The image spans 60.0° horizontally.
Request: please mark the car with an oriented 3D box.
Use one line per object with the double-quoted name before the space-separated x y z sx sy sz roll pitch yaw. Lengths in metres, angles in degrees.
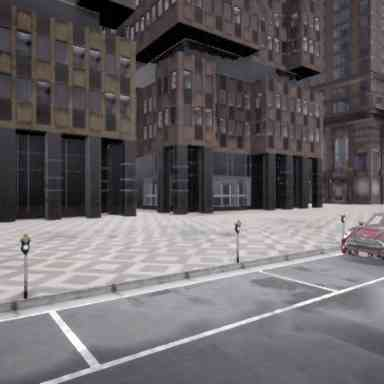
"car" 7.024 1.440 11.659 4.097 1.590 1.967 0 0 -35
